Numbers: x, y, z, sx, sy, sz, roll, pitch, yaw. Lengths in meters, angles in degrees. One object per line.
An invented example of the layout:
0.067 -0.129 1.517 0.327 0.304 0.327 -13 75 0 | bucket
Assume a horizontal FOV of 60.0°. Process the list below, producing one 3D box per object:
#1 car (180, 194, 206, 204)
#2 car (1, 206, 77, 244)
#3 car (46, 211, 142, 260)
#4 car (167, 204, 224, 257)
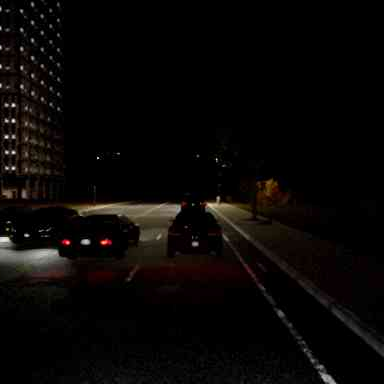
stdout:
0.099 1.163 30.863 2.150 2.045 5.566 0 0 0 | car
-6.600 1.475 15.696 1.837 1.490 4.892 0 0 0 | car
-3.150 1.524 12.360 2.033 1.411 5.357 0 0 0 | car
0.100 1.453 12.786 1.882 1.535 5.008 0 0 0 | car
